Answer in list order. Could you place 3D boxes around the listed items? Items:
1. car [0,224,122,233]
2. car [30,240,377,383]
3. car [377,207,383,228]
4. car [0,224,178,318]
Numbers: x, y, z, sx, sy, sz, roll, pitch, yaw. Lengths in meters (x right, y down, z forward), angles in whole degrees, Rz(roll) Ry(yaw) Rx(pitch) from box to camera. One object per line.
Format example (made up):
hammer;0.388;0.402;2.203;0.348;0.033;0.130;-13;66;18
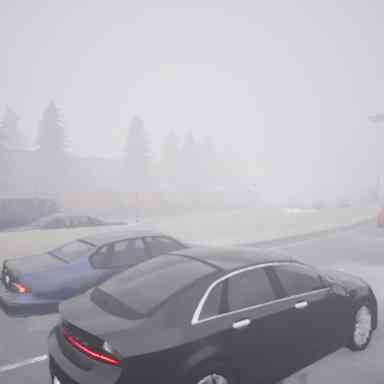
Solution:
car;-5.208;1.603;13.369;5.357;1.411;2.033;0;0;-38
car;0.699;1.520;4.520;4.892;1.490;1.837;0;0;-38
car;13.792;1.404;21.872;2.097;1.767;4.553;0;0;41
car;-1.232;1.576;7.366;5.357;1.411;2.033;0;0;-38
